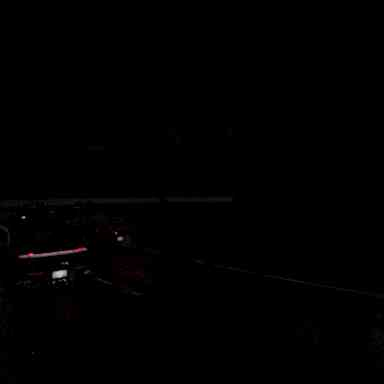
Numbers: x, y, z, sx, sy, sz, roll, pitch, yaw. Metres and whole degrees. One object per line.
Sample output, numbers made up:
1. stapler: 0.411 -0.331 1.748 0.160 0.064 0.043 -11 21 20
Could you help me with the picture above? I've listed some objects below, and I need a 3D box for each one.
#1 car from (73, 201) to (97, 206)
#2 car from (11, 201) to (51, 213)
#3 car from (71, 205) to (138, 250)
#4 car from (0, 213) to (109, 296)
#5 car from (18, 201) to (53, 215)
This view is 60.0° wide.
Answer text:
1. car: -10.842 1.661 33.896 2.128 1.511 4.902 0 0 -4
2. car: -13.834 1.741 28.737 1.895 1.301 4.718 0 0 -10
3. car: -4.063 1.549 14.039 1.882 1.535 5.008 0 0 -36
4. car: -4.428 1.536 8.886 2.128 1.511 4.902 0 0 -42
5. car: -17.720 1.748 37.865 1.994 1.385 4.181 0 0 2
